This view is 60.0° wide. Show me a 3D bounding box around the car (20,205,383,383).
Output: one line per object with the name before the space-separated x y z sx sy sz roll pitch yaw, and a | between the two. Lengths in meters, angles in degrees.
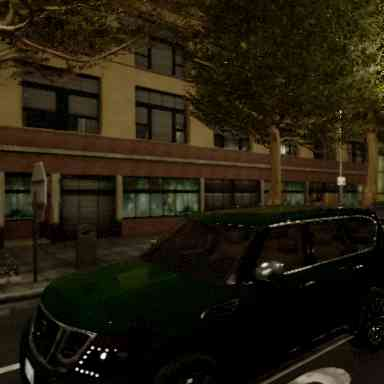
car | 0.766 1.246 4.626 5.566 2.045 2.150 0 0 -37
